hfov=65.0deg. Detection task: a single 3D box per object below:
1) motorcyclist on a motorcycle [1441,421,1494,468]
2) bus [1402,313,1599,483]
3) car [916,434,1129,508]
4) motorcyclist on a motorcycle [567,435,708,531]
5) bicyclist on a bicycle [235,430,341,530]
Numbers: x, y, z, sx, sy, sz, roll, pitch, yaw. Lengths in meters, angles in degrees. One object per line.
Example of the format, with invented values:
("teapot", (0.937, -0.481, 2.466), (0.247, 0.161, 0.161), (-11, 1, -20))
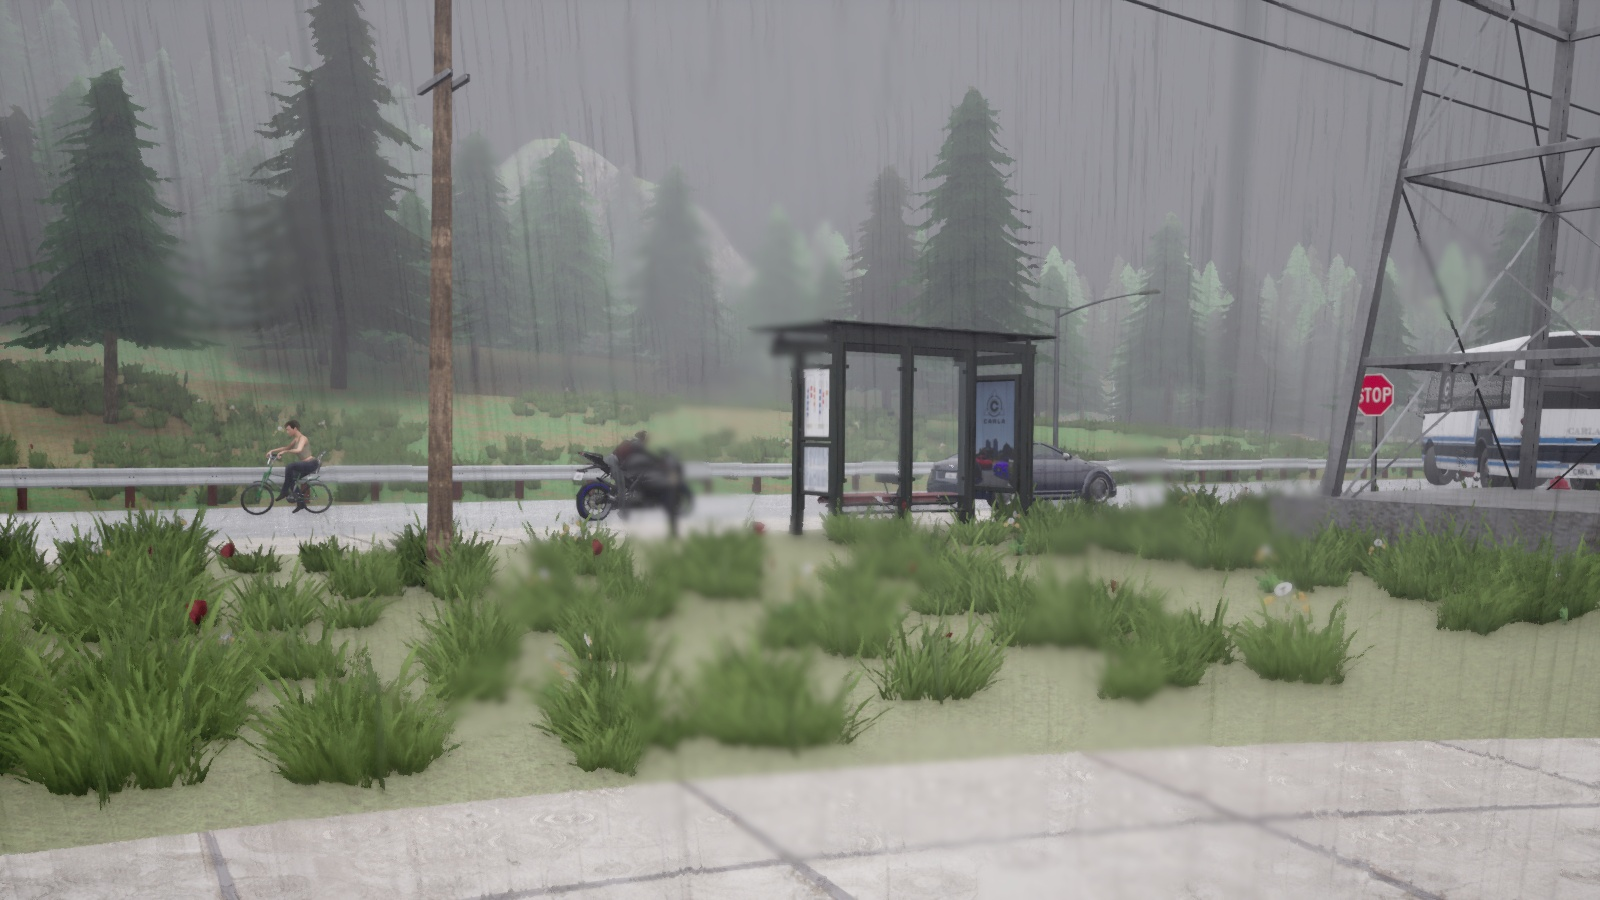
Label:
("motorcyclist on a motorcycle", (22.955, -0.199, 43.160), (1.817, 1.590, 0.866), (-1, 1, -35))
("bus", (20.869, -1.400, 36.621), (3.944, 4.253, 10.273), (0, 1, 14))
("car", (4.695, 0.383, 26.325), (4.181, 1.385, 1.994), (-1, 1, -34))
("motorcyclist on a motorcycle", (-2.729, 0.518, 21.208), (2.191, 1.530, 0.866), (-1, 1, -35))
("bicyclist on a bicycle", (-8.697, 0.481, 21.338), (1.509, 1.612, 0.866), (-1, 1, -34))
